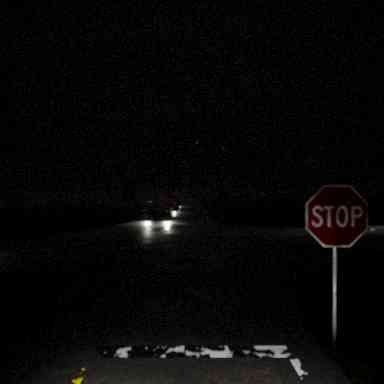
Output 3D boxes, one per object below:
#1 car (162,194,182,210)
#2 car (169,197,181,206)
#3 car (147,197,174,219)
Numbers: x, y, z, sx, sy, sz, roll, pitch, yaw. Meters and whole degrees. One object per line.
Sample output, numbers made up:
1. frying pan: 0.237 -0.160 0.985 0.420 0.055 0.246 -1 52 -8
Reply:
1. car: -2.850 1.226 42.351 2.150 2.045 5.566 0 0 2
2. car: -2.858 1.558 56.045 1.812 1.442 4.674 0 0 0
3. car: -2.824 1.473 28.991 1.882 1.535 5.008 0 0 -1
